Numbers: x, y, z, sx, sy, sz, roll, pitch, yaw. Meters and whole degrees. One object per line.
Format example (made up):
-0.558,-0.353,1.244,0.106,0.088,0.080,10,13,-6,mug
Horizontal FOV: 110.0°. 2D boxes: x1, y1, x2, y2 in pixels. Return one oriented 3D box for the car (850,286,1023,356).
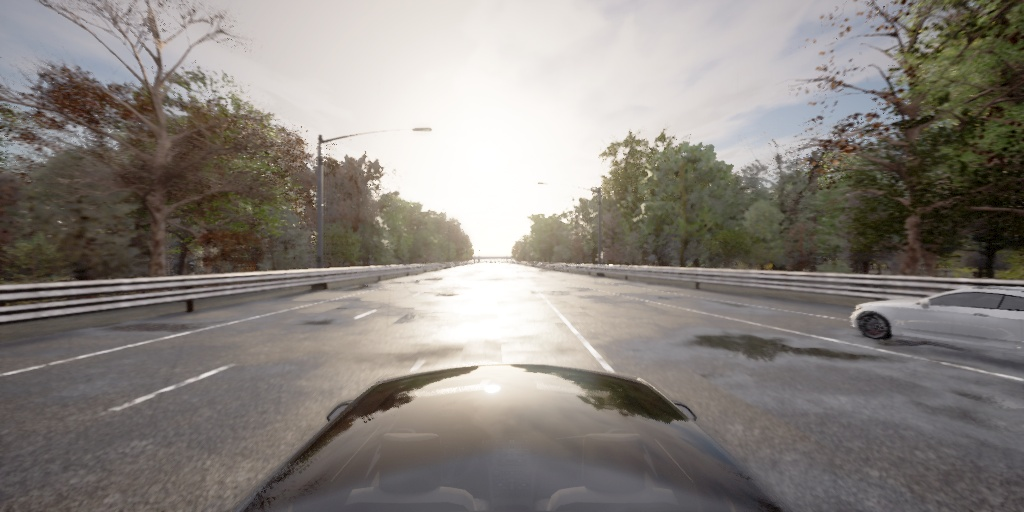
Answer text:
10.079,1.351,7.504,1.812,1.442,4.674,0,0,-11,car
